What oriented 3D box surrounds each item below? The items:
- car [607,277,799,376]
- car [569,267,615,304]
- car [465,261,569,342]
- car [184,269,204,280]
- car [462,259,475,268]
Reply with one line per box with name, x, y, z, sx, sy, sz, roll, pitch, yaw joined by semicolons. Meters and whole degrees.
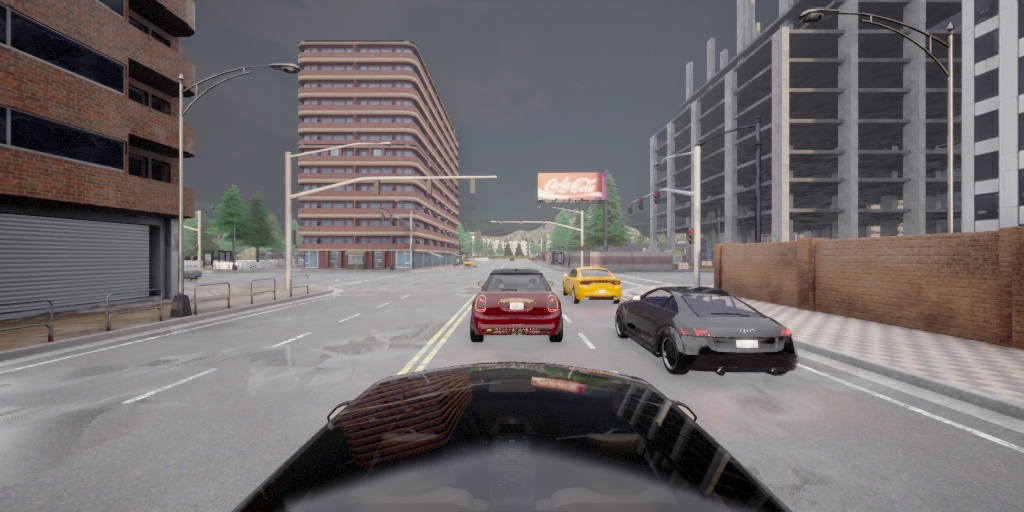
car;3.601;1.314;7.498;1.994;1.385;4.181;0;0;0
car;3.505;1.228;16.431;1.882;1.535;5.008;0;0;0
car;0.104;1.102;9.904;2.097;1.767;4.553;0;0;0
car;-27.367;1.351;28.310;4.718;1.301;1.895;0;0;1
car;-7.062;1.227;59.773;1.882;1.535;5.008;0;0;0
